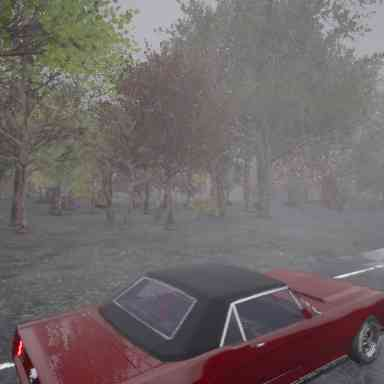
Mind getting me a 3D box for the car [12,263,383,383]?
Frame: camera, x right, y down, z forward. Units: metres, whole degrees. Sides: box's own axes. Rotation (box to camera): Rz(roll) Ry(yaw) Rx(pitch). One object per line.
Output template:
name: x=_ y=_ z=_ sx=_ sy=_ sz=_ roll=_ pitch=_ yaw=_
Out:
car: x=0.535 y=1.603 z=4.129 sx=4.718 sy=1.301 sz=1.895 roll=0 pitch=0 yaw=-35
